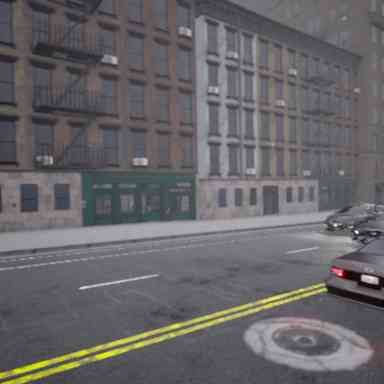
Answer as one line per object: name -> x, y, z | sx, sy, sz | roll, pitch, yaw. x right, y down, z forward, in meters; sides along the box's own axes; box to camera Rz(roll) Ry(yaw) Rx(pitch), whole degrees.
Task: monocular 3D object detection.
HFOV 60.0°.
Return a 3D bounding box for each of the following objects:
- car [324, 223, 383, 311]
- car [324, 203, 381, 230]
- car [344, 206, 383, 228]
car -> 5.039, 1.507, 7.052 | 5.357, 1.411, 2.033 | 0, 0, -35
car -> 9.234, 1.417, 18.257 | 4.892, 1.490, 1.837 | 0, 0, -36
car -> 8.993, 1.473, 14.092 | 5.357, 1.411, 2.033 | 0, 0, -35
